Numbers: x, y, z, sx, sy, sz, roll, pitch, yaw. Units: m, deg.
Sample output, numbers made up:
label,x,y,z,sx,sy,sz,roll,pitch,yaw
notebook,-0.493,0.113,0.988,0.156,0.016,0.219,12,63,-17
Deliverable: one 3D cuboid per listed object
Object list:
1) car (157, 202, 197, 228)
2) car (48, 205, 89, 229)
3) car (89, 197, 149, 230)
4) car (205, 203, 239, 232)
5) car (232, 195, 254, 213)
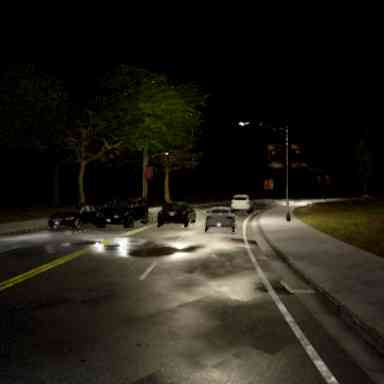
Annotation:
label,x,y,z,sx,sy,sz,roll,pitch,yaw
car,-0.960,1.503,23.894,2.097,1.767,4.553,0,0,10
car,-7.927,1.659,22.902,2.128,1.511,4.902,0,0,10
car,-4.649,1.379,23.039,2.150,2.045,5.566,0,0,10
car,1.889,1.653,21.316,1.812,1.442,4.674,0,0,9
car,6.091,1.415,39.653,2.150,2.045,5.566,-1,0,16
